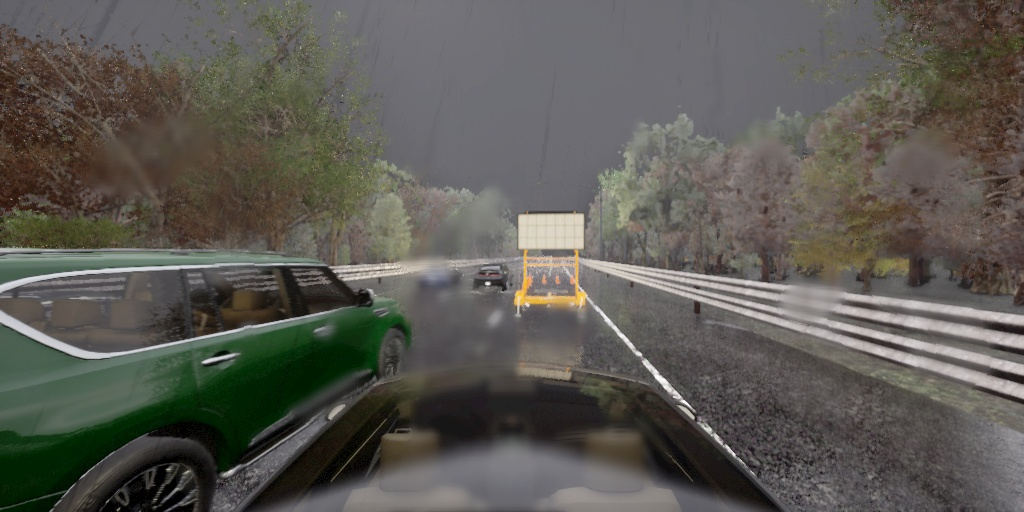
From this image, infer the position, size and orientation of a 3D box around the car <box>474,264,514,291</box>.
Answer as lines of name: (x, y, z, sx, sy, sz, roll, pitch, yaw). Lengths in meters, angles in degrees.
car: (-1.029, 1.224, 21.864, 1.837, 1.490, 4.892, 0, 0, 6)

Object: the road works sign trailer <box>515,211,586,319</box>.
road works sign trailer: (1.393, 0.198, 12.868, 2.380, 3.560, 2.880, 0, 0, 7)

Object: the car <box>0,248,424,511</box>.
car: (-2.969, 0.968, 3.682, 2.150, 2.045, 5.566, 0, 0, 6)

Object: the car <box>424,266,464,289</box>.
car: (-4.407, 1.285, 22.750, 1.994, 1.385, 4.181, 0, 0, 6)
